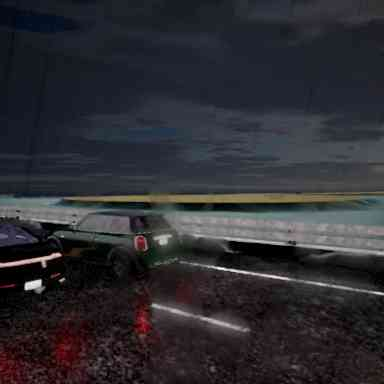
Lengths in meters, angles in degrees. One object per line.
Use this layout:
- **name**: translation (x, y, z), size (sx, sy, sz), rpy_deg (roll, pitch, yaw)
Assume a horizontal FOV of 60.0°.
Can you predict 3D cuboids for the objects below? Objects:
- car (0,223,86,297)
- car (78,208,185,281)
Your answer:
- **car**: translation (-4.869, 1.474, 7.487), size (4.902, 1.511, 2.128), rpy_deg (0, 0, 36)
- **car**: translation (-2.482, 1.336, 10.084), size (4.553, 1.767, 2.097), rpy_deg (0, 0, 36)
